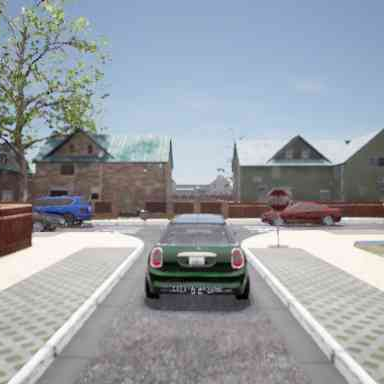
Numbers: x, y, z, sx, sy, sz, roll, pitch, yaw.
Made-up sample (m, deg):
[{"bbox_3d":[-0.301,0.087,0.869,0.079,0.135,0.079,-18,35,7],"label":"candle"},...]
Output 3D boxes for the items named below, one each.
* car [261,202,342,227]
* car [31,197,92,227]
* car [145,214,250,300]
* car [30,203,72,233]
[{"bbox_3d":[7.006,1.435,21.576,5.008,1.535,1.882,0,-1,1],"label":"car"},{"bbox_3d":[-9.556,1.343,22.229,5.566,2.045,2.150,-1,-2,-2],"label":"car"},{"bbox_3d":[0.185,1.330,8.516,2.097,1.767,4.553,0,0,2],"label":"car"},{"bbox_3d":[-9.735,1.554,18.841,4.892,1.490,1.837,-1,-1,1],"label":"car"}]
